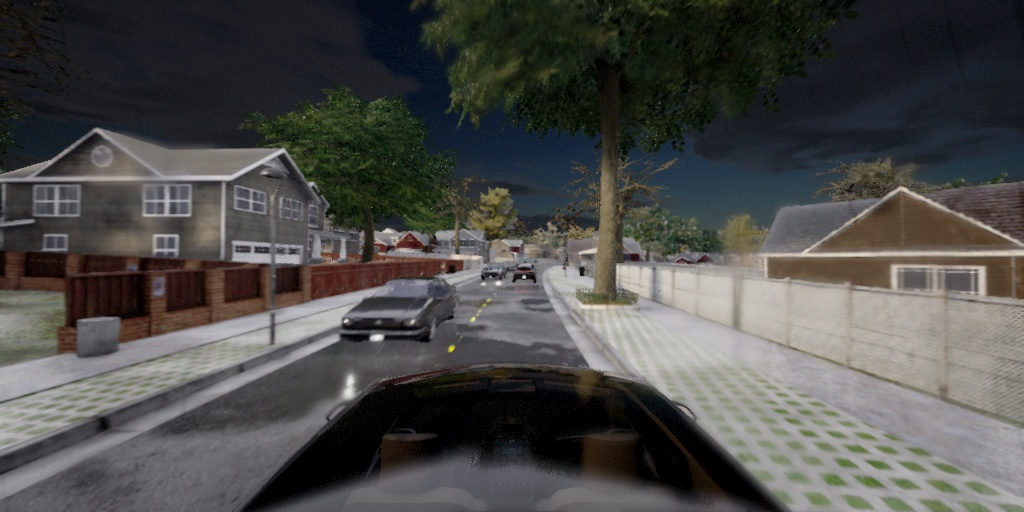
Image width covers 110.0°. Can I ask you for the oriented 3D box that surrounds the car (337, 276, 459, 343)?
[{"bbox_3d":[-2.703,1.283,9.980,2.033,1.411,5.357,0,0,1],"label":"car"}]

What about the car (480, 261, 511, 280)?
[{"bbox_3d":[-1.503,1.315,31.601,2.033,1.411,5.357,0,0,4],"label":"car"}]

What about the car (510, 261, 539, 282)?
[{"bbox_3d":[1.112,1.339,29.442,1.837,1.490,4.892,0,-1,4],"label":"car"}]

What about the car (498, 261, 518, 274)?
[{"bbox_3d":[-0.443,1.314,43.170,1.837,1.490,4.892,0,-1,6],"label":"car"}]
